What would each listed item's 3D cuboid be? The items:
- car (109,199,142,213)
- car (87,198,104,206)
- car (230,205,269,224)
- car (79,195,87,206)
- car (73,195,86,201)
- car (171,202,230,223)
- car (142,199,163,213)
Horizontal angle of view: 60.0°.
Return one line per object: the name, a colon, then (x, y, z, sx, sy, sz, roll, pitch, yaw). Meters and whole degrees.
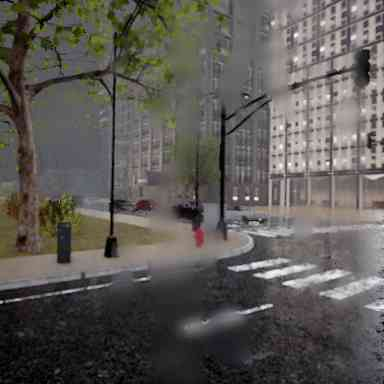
car: (-7.576, 1.501, 36.256, 1.812, 1.442, 4.674, 1, 0, -34)
car: (-16.196, 1.631, 55.143, 1.895, 1.301, 4.718, 1, -1, -34)
car: (3.609, 1.662, 25.384, 1.895, 1.301, 4.718, 1, -1, -34)
car: (-18.925, 1.309, 53.388, 2.097, 1.767, 4.553, 1, -1, -34)
car: (-29.124, 1.591, 86.134, 1.837, 1.490, 4.892, 1, -1, -34)
car: (0.222, 1.484, 24.606, 2.128, 1.511, 4.902, 1, -1, -34)
car: (-5.018, 1.568, 38.276, 1.812, 1.442, 4.674, 1, -1, -34)
